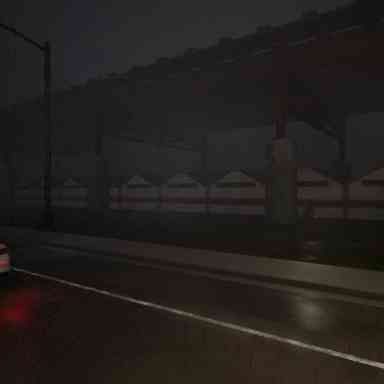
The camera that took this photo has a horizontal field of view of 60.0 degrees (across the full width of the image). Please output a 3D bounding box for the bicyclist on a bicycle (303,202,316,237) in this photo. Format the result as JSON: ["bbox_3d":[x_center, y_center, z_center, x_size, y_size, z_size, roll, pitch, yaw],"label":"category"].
[{"bbox_3d":[5.611,1.298,15.971,0.582,1.620,1.656,0,2,5],"label":"bicyclist on a bicycle"}]

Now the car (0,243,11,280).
[{"bbox_3d":[-6.477,1.525,8.584,4.674,1.442,1.812,0,0,35],"label":"car"}]
